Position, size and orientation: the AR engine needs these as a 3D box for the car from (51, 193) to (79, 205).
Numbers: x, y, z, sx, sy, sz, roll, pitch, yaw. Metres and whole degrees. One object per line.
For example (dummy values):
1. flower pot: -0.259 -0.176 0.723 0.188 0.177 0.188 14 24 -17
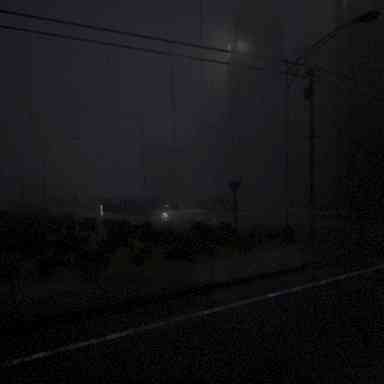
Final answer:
1. car: -20.314 1.139 54.039 3.866 1.878 1.905 -1 0 -34

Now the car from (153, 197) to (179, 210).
1. car: -3.248 1.304 36.089 1.837 1.490 4.892 -1 1 -34

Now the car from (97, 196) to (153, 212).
1. car: -6.787 1.323 33.966 4.611 1.667 2.242 -1 0 -34

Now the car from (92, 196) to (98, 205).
1. car: -14.217 1.335 52.340 1.837 1.490 4.892 -1 0 -34

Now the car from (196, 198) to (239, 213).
1. car: 2.521 1.313 34.183 2.033 1.411 5.357 -1 0 -34

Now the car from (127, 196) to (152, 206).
1. car: -7.825 1.355 49.354 1.895 1.301 4.718 -1 0 -34

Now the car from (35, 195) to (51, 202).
1. car: -28.318 1.328 64.904 4.193 1.474 1.816 -1 0 -34
